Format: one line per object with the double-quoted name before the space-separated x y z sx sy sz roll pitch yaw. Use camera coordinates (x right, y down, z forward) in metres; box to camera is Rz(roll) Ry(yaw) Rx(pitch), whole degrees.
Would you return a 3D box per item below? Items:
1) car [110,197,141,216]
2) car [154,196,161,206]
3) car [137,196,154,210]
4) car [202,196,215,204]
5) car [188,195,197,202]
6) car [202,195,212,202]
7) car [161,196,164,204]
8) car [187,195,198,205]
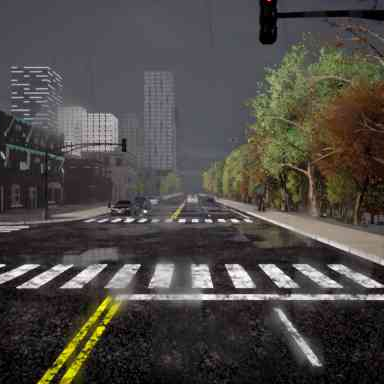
"car" -6.566 1.516 32.553 1.812 1.442 4.674 0 0 0
"car" -6.540 1.507 53.040 1.812 1.442 4.674 0 0 0
"car" -6.554 1.337 42.746 2.097 1.767 4.553 0 0 0
"car" 3.401 1.523 63.759 2.033 1.411 5.357 0 0 0
"car" 0.075 1.447 74.833 1.882 1.535 5.008 0 0 0
"car" 3.317 1.510 74.412 2.033 1.411 5.357 0 0 0
"car" -6.493 1.468 63.482 2.128 1.511 4.902 0 0 1
"car" 0.148 1.504 60.167 1.812 1.442 4.674 0 -1 0
